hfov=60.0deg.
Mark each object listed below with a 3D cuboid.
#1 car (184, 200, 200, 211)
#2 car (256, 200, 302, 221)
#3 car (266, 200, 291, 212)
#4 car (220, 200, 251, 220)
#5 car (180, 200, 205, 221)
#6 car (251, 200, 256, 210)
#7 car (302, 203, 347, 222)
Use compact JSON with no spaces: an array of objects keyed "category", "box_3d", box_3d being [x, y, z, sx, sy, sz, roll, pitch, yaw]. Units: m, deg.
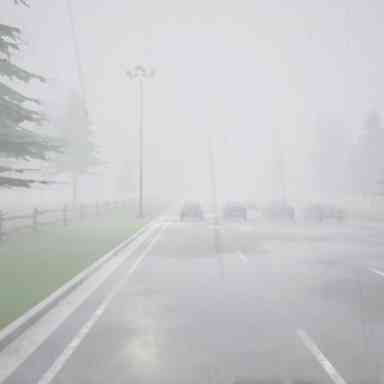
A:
[{"category":"car","box_3d":[0.053,1.645,41.617,1.895,1.301,4.718,0,0,1]},{"category":"car","box_3d":[7.013,1.520,27.422,2.128,1.511,4.902,0,0,0]},{"category":"car","box_3d":[10.546,1.645,40.839,1.895,1.301,4.718,0,0,1]},{"category":"car","box_3d":[3.525,1.508,28.776,1.882,1.535,5.008,0,0,0]},{"category":"car","box_3d":[0.014,1.521,27.550,2.128,1.511,4.902,0,0,0]},{"category":"car","box_3d":[7.047,1.645,40.914,1.895,1.301,4.718,0,0,1]},{"category":"car","box_3d":[10.507,1.576,26.822,2.033,1.411,5.357,0,0,0]}]
